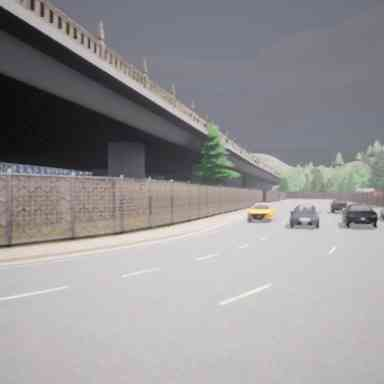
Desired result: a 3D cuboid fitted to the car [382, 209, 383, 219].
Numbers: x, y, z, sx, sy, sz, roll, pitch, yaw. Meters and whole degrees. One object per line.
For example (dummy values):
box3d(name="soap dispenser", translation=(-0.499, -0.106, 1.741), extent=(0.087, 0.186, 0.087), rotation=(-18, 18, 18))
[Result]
box3d(name="car", translation=(17.159, 1.735, 27.815), extent=(1.895, 1.301, 4.718), rotation=(-1, -1, 20))

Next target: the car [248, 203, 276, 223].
box3d(name="car", translation=(5.998, 1.694, 28.168), extent=(1.882, 1.535, 5.008), rotation=(-1, -1, 20))

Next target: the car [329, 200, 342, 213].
box3d(name="car", translation=(18.055, 1.750, 40.760), extent=(1.837, 1.490, 4.892), rotation=(-1, 0, 20))

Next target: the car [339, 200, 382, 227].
box3d(name="car", translation=(11.988, 1.614, 23.944), extent=(1.882, 1.535, 5.008), rotation=(-1, -1, 21))

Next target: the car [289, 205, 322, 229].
box3d(name="car", translation=(7.887, 1.649, 23.124), extent=(2.128, 1.511, 4.902), rotation=(-1, -1, 20))
